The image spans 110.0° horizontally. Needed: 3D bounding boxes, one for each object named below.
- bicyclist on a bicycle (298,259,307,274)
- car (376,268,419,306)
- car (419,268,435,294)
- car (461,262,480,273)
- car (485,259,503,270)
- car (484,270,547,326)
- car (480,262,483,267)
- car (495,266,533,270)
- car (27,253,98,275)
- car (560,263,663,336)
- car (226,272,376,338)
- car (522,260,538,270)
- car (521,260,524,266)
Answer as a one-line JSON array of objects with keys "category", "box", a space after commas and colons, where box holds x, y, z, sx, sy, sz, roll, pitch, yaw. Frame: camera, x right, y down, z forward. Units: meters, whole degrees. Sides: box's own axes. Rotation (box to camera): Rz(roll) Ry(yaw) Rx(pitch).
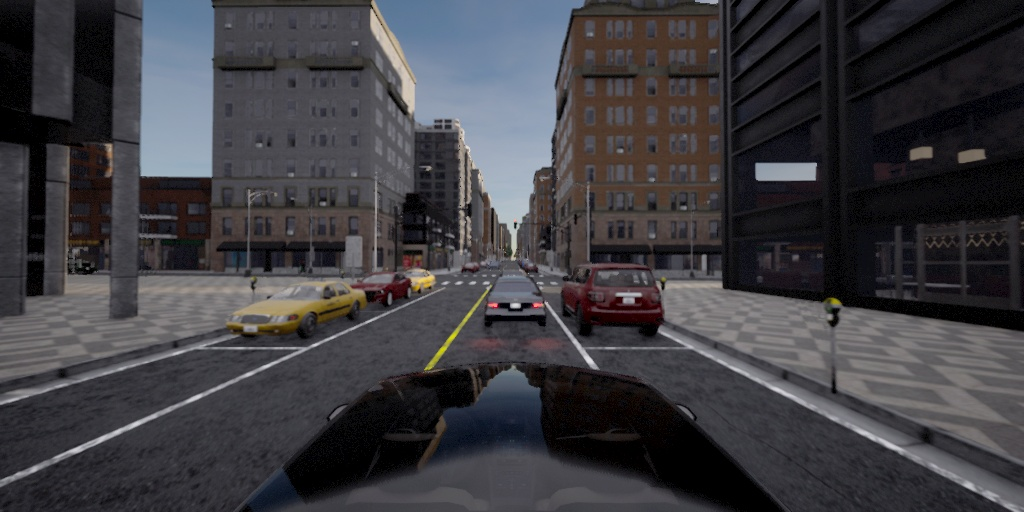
[{"category": "bicyclist on a bicycle", "box": [-23.012, 1.134, 39.324, 0.582, 1.620, 1.656, 0, -1, 0]}, {"category": "car", "box": [-5.857, 1.385, 16.232, 1.888, 1.381, 4.507, 0, 0, 0]}, {"category": "car", "box": [-5.857, 1.400, 21.687, 1.751, 1.417, 4.829, 0, 0, 0]}, {"category": "car", "box": [-5.857, 1.588, 48.876, 1.888, 1.381, 4.507, 0, 0, 0]}, {"category": "car", "box": [-3.043, 1.672, 61.705, 2.033, 1.411, 5.357, 0, 0, 1]}, {"category": "car", "box": [0.089, 1.360, 11.868, 2.033, 1.411, 5.357, 0, 0, 0]}, {"category": "car", "box": [-5.857, 1.624, 54.549, 1.888, 1.381, 4.507, 0, 0, 0]}, {"category": "car", "box": [0.070, 1.477, 22.068, 1.895, 1.301, 4.718, 0, 0, 0]}, {"category": "car", "box": [-42.031, 0.780, 33.219, 5.566, 2.045, 2.150, 1, -1, 1]}, {"category": "car", "box": [2.669, 1.120, 10.599, 2.192, 1.841, 5.009, 0, 0, 0]}, {"category": "car", "box": [-5.857, 1.330, 10.438, 1.751, 1.417, 4.829, 0, 0, 0]}, {"category": "car", "box": [2.669, 1.625, 48.867, 1.802, 1.307, 4.207, 0, 0, 0]}, {"category": "car", "box": [2.669, 1.661, 54.540, 1.802, 1.307, 4.207, 0, 0, 0]}]
